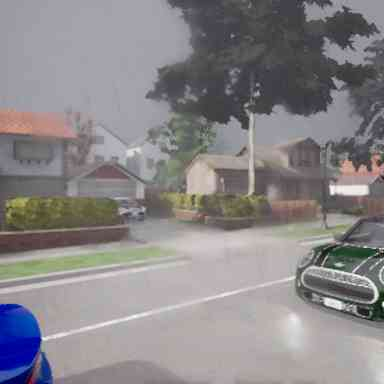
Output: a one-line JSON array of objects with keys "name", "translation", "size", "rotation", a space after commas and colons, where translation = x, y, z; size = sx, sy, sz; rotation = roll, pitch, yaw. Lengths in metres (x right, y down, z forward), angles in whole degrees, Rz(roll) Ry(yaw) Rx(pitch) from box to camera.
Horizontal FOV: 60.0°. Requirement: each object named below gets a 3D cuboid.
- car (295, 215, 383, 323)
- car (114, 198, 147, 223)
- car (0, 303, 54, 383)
[{"name": "car", "translation": [4.250, 1.307, 7.017], "size": [4.553, 1.767, 2.097], "rotation": [0, 0, -35]}, {"name": "car", "translation": [-4.459, 1.114, 21.441], "size": [1.970, 1.475, 3.806], "rotation": [0, 0, -35]}, {"name": "car", "translation": [-3.367, 1.490, 1.588], "size": [5.008, 1.535, 1.882], "rotation": [0, 0, -36]}]
